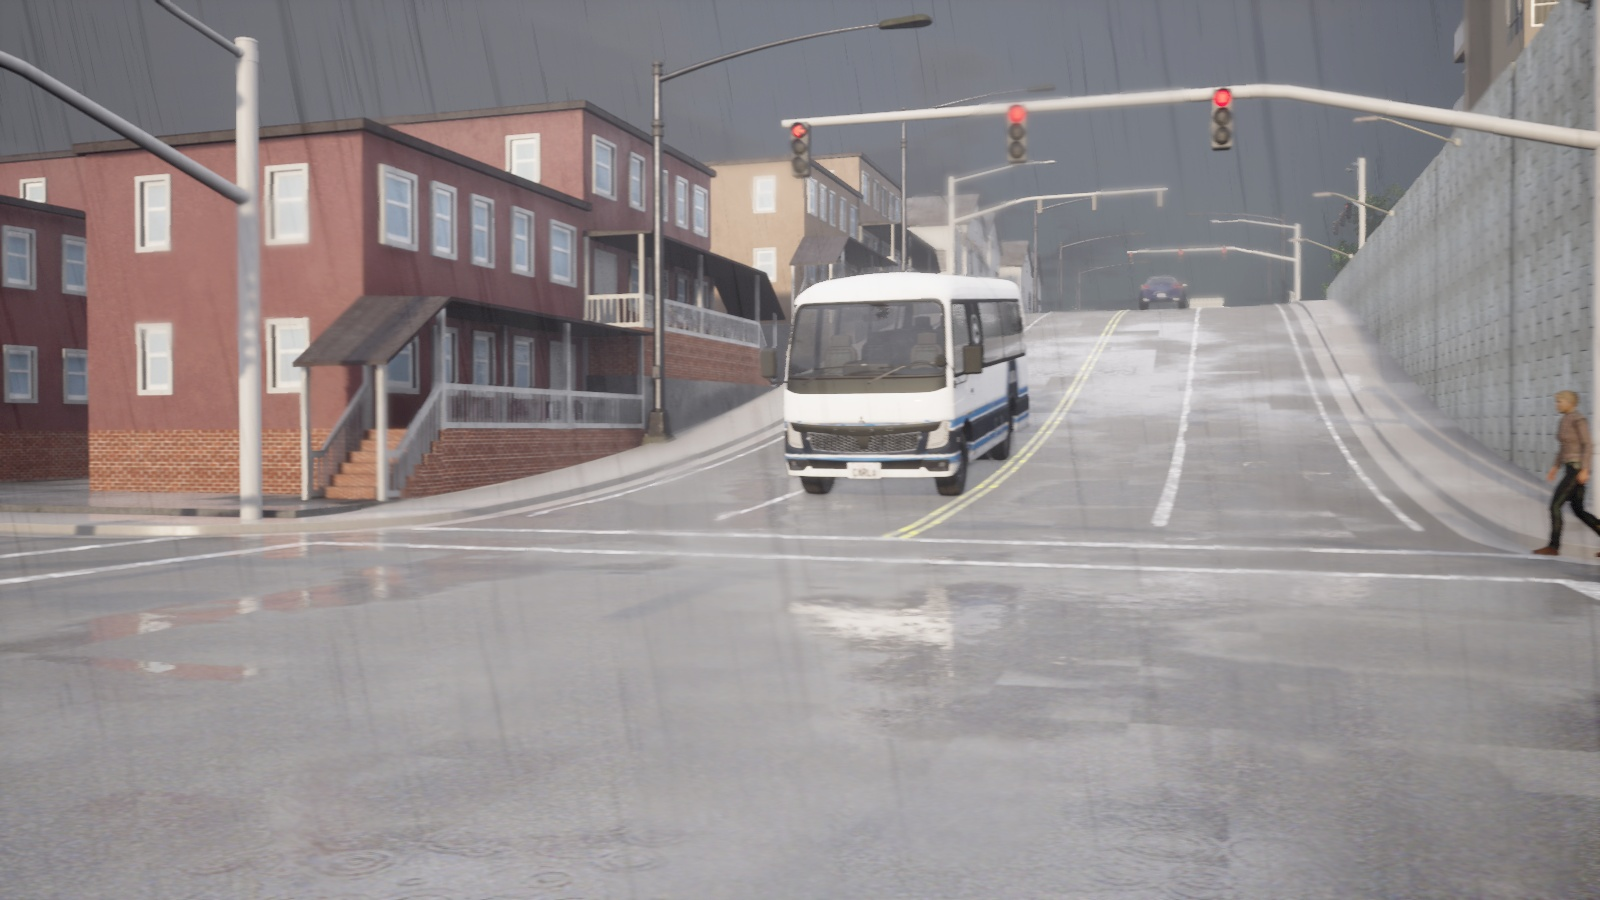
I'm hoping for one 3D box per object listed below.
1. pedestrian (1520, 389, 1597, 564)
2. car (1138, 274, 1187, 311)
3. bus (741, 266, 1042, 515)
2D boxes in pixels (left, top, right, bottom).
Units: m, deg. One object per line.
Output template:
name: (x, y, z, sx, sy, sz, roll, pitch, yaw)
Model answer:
pedestrian: (8.139, 0.271, 13.495, 0.634, 1.846, 0.331, 1, 1, 19)
car: (18.088, -7.813, 62.543, 2.152, 1.651, 5.027, 1, 6, 18)
bus: (2.498, -1.585, 26.955, 3.944, 4.253, 10.273, 1, 7, 18)
